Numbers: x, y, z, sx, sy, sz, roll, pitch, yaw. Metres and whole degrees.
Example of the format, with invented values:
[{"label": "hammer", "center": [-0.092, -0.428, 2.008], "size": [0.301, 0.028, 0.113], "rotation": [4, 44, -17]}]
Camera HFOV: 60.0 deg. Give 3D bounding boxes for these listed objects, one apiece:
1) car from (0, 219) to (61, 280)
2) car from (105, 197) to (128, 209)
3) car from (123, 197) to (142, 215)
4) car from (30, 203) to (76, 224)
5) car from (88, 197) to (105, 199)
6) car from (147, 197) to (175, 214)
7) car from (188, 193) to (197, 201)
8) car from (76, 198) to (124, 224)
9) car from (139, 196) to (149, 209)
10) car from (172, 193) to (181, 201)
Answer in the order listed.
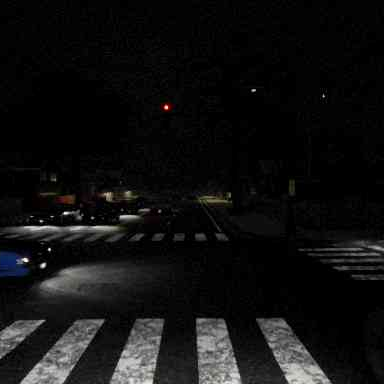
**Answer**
[{"label": "car", "center": [-6.666, 1.610, 8.927], "size": [5.357, 1.411, 2.033], "rotation": [0, 0, -1]}, {"label": "car", "center": [-9.847, 1.432, 43.836], "size": [1.895, 1.301, 4.718], "rotation": [0, 1, 0]}, {"label": "car", "center": [-6.601, 1.500, 33.381], "size": [1.994, 1.385, 4.181], "rotation": [0, 0, 0]}, {"label": "car", "center": [-9.855, 1.512, 24.405], "size": [2.033, 1.411, 5.357], "rotation": [0, 0, 0]}, {"label": "car", "center": [-9.853, 1.286, 33.789], "size": [2.097, 1.767, 4.553], "rotation": [0, 0, 0]}, {"label": "car", "center": [-3.136, 1.532, 34.259], "size": [1.895, 1.301, 4.718], "rotation": [0, 0, 0]}, {"label": "car", "center": [0.093, 0.936, 67.084], "size": [1.882, 1.535, 5.008], "rotation": [0, 1, 0]}, {"label": "car", "center": [-6.603, 1.469, 24.484], "size": [1.837, 1.490, 4.892], "rotation": [0, 0, 0]}, {"label": "car", "center": [-6.595, 1.337, 43.785], "size": [1.837, 1.490, 4.892], "rotation": [0, 1, 0]}, {"label": "car", "center": [-3.160, 0.939, 67.773], "size": [2.128, 1.511, 4.902], "rotation": [0, 1, 0]}]
